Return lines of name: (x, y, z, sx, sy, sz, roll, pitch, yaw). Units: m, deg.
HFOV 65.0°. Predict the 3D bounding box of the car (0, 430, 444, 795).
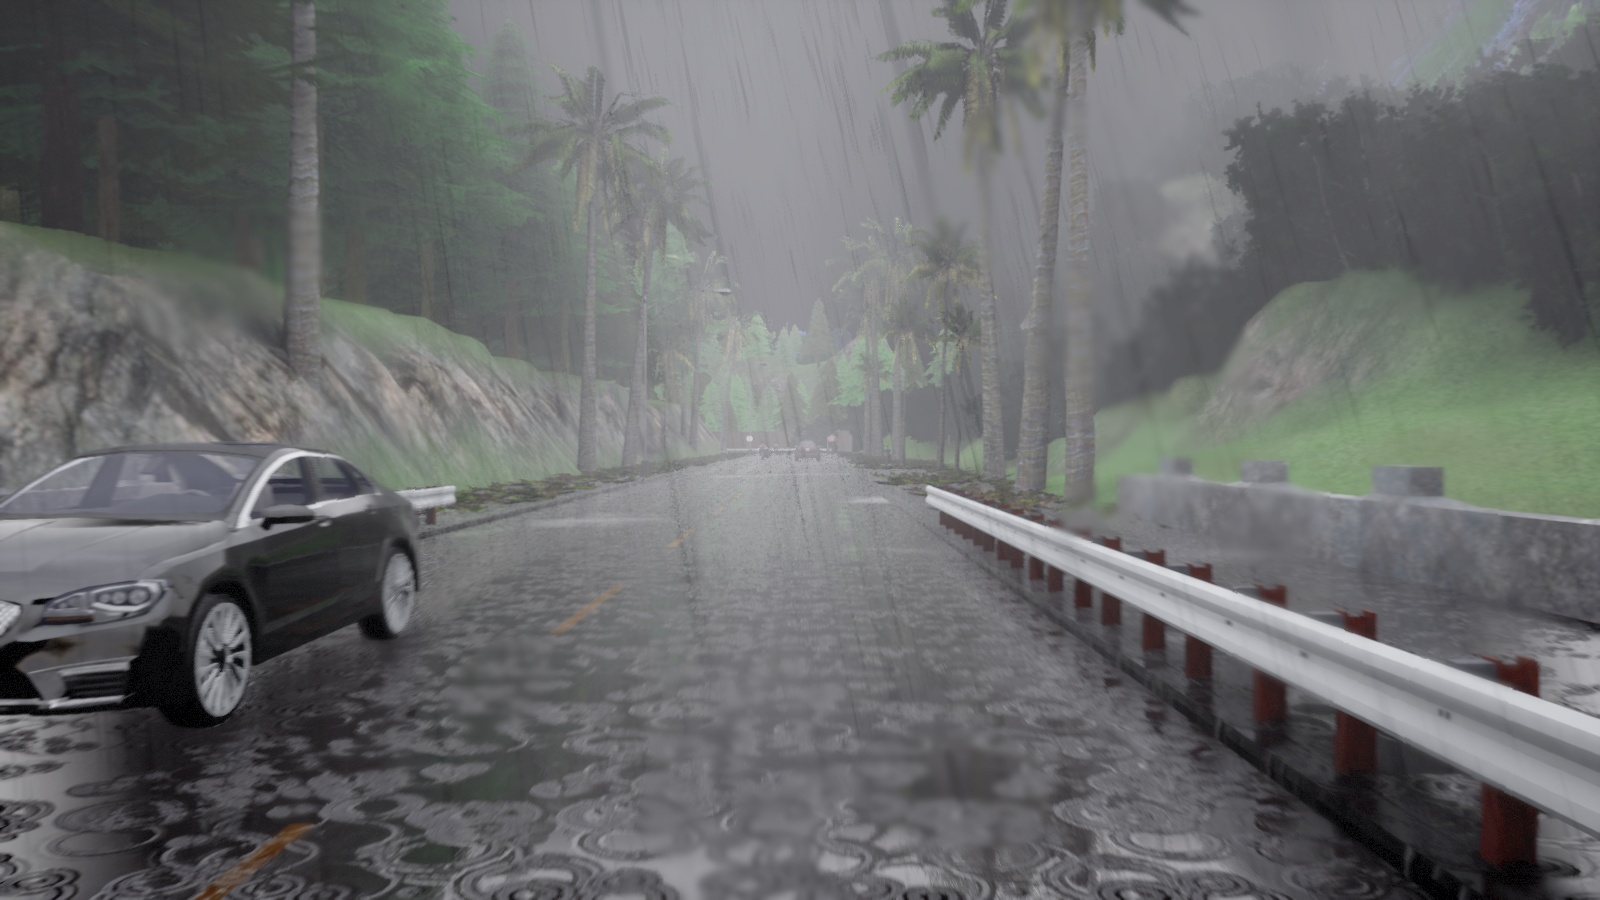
car: (-3.941, 0.657, 7.641, 2.128, 1.511, 4.902, 0, 0, 0)
